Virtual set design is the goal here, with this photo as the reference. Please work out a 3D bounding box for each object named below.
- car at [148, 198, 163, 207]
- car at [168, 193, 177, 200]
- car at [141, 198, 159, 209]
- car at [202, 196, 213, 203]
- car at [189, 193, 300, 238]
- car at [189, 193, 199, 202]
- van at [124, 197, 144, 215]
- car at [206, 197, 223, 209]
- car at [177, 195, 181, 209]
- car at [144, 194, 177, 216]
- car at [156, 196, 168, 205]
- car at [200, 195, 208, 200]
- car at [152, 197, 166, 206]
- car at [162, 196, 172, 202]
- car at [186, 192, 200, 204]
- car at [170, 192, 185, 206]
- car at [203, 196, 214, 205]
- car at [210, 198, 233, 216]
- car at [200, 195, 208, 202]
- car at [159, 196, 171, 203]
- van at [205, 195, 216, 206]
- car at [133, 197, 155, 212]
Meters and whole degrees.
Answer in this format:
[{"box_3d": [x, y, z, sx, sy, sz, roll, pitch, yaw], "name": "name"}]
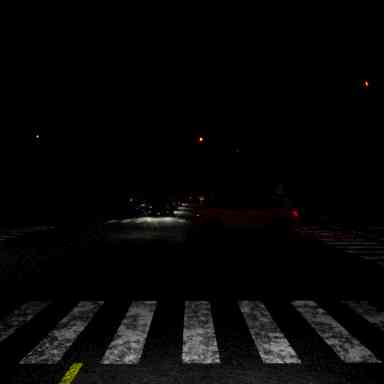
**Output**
[{"box_3d": [-5.537, 1.585, 50.433, 1.802, 1.307, 4.206, 0, 0, 0], "name": "car"}, {"box_3d": [-5.281, 1.307, 90.110, 2.192, 1.841, 5.009, 0, 0, 0], "name": "car"}, {"box_3d": [-5.574, 1.569, 44.765, 1.947, 1.339, 4.313, 0, 0, 0], "name": "car"}, {"box_3d": [3.098, 1.552, 67.390, 2.008, 1.369, 4.403, 0, 0, 0], "name": "car"}, {"box_3d": [2.746, 1.227, 17.400, 5.566, 2.045, 2.150, 0, 0, 0], "name": "car"}, {"box_3d": [0.472, 1.186, 73.758, 2.097, 1.767, 4.553, 0, 0, 0], "name": "car"}, {"box_3d": [-5.648, 1.343, 33.428, 1.690, 1.788, 3.998, 0, 0, 0], "name": "van"}, {"box_3d": [2.951, 1.443, 44.713, 1.967, 1.590, 4.097, 0, 0, 0], "name": "car"}, {"box_3d": [-2.831, 1.481, 42.064, 1.882, 1.535, 5.008, 0, 0, 1], "name": "car"}, {"box_3d": [-2.938, 1.354, 32.126, 2.097, 1.767, 4.553, 0, 0, 2], "name": "car"}, {"box_3d": [-5.465, 1.527, 61.599, 1.752, 1.417, 4.829, 0, 0, 0], "name": "car"}, {"box_3d": [3.245, 1.558, 90.067, 1.947, 1.339, 4.313, 0, 0, 0], "name": "car"}, {"box_3d": [-5.501, 1.569, 56.101, 1.947, 1.339, 4.313, 0, 0, 0], "name": "car"}, {"box_3d": [-5.390, 1.544, 73.105, 1.887, 1.381, 4.507, 0, 0, 0], "name": "car"}, {"box_3d": [0.406, 1.223, 63.398, 2.150, 2.045, 5.566, 0, 0, 0], "name": "car"}, {"box_3d": [-2.756, 1.225, 52.661, 2.150, 2.045, 5.566, 0, 0, 1], "name": "car"}, {"box_3d": [3.063, 1.527, 61.890, 1.752, 1.417, 4.829, 0, 0, 0], "name": "car"}, {"box_3d": [2.878, 1.442, 33.375, 1.967, 1.590, 4.097, 0, 0, 0], "name": "car"}, {"box_3d": [2.860, 1.453, 79.561, 1.801, 1.575, 5.366, 0, 0, 0], "name": "car"}, {"box_3d": [-5.427, 1.567, 67.437, 1.947, 1.339, 4.313, 0, 0, 0], "name": "car"}, {"box_3d": [3.025, 1.344, 56.051, 1.690, 1.788, 3.998, 0, 0, 0], "name": "van"}, {"box_3d": [-5.611, 1.443, 39.096, 1.967, 1.590, 4.097, 0, 0, 0], "name": "car"}]
